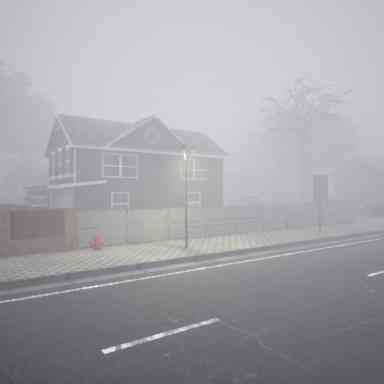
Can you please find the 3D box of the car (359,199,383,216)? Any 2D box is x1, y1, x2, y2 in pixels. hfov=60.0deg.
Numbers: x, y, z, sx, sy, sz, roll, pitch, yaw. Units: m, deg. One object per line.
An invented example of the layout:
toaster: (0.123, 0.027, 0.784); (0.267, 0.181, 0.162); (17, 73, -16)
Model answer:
car: (18.388, 1.375, 31.466); (2.097, 1.767, 4.553); (0, 0, -40)

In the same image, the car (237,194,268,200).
car: (7.805, 1.269, 41.426); (2.150, 2.045, 5.566); (0, 0, -35)
